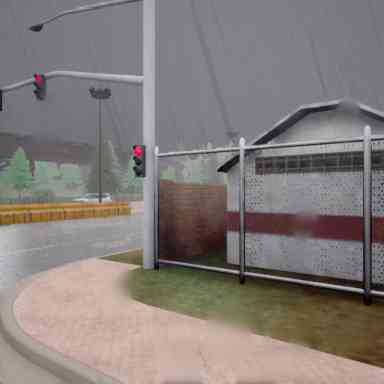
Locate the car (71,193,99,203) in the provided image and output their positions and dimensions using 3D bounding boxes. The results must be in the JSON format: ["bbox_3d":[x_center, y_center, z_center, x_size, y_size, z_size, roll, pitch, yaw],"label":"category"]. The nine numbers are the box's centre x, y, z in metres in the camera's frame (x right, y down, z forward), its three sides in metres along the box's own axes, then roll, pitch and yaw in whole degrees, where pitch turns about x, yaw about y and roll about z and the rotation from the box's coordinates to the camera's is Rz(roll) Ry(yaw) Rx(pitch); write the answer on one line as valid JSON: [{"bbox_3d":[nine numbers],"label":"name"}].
[{"bbox_3d":[-13.194,1.221,43.838,2.150,2.045,5.566,0,0,34],"label":"car"}]
